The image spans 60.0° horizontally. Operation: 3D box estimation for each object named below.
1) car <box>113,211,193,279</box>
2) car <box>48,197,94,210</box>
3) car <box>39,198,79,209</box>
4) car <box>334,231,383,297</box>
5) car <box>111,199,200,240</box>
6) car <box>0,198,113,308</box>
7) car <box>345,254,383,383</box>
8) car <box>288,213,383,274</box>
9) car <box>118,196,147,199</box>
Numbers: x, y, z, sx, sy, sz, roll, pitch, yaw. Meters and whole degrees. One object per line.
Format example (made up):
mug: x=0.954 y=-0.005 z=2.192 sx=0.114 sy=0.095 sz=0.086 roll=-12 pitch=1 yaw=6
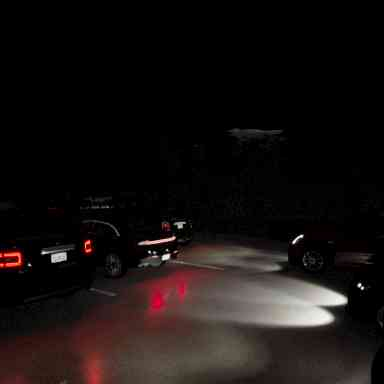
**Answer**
car: x=-2.645 y=1.491 z=10.139 sx=4.902 sy=1.511 sz=2.128 roll=0 pitch=0 yaw=36
car: x=-15.635 y=1.453 z=43.170 sx=2.033 sy=1.411 sz=5.357 roll=0 pitch=0 yaw=40
car: x=-18.132 y=1.491 z=45.540 sx=1.895 sy=1.301 sz=4.718 roll=0 pitch=0 yaw=43
car: x=4.627 y=1.564 z=4.981 sx=4.181 sy=1.385 sz=1.994 roll=0 pitch=0 yaw=36
car: x=-2.185 y=1.351 z=14.108 sx=4.553 sy=1.767 sz=2.097 roll=0 pitch=0 yaw=35
car: x=-4.530 y=1.221 z=7.213 sx=5.566 sy=2.045 sz=2.150 roll=0 pitch=0 yaw=33
car: x=3.575 y=1.474 z=1.437 sx=5.008 sy=1.535 sz=1.882 roll=0 pitch=0 yaw=35
car: x=5.001 y=1.352 z=9.025 sx=4.553 sy=1.767 sz=2.097 roll=0 pitch=0 yaw=36
car: x=-8.681 y=1.405 z=49.870 sx=4.902 sy=1.511 sz=2.128 roll=0 pitch=0 yaw=-41
